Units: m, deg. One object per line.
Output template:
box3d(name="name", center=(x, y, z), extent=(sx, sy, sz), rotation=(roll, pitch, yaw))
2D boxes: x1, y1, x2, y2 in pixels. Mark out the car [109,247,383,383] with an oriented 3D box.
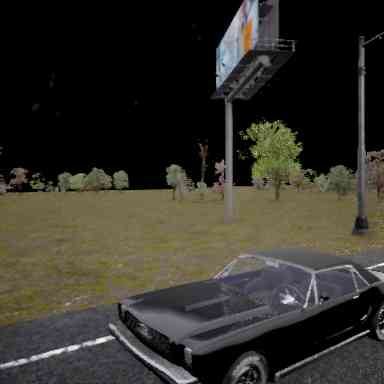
box3d(name="car", center=(1.280, 1.603, 4.930), extent=(4.718, 1.301, 1.895), rotation=(0, 0, -36))
